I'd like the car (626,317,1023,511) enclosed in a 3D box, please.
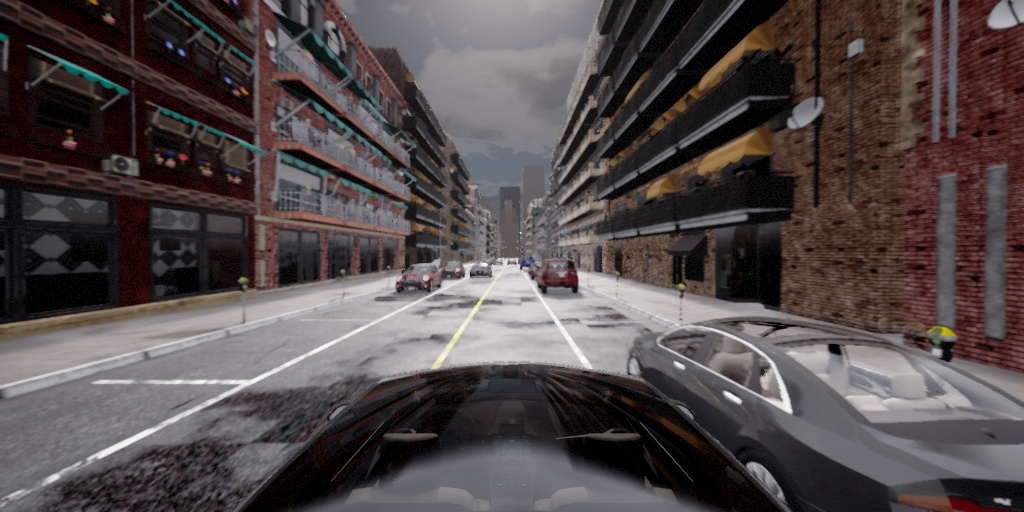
[{"bbox_3d":[2.531,1.302,3.685,2.007,1.370,4.403,0,0,0],"label":"car"}]

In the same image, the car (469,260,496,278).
[{"bbox_3d":[-2.844,1.332,33.859,1.994,1.385,4.181,0,0,0],"label":"car"}]

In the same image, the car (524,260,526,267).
[{"bbox_3d":[2.561,1.353,37.670,1.802,1.307,4.207,0,0,0],"label":"car"}]

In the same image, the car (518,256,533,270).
[{"bbox_3d":[2.264,1.011,53.352,2.150,2.045,5.566,0,0,0],"label":"car"}]

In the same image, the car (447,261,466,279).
[{"bbox_3d":[-5.319,1.207,32.214,1.967,1.591,4.097,0,0,0],"label":"car"}]

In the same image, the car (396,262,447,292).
[{"bbox_3d":[-5.318,1.199,20.911,1.967,1.591,4.097,0,0,0],"label":"car"}]

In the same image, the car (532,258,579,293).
[{"bbox_3d":[2.552,1.074,20.678,2.192,1.841,5.009,0,0,0],"label":"car"}]

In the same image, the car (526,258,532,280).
[{"bbox_3d":[2.566,1.207,32.006,1.967,1.591,4.097,0,0,0],"label":"car"}]
